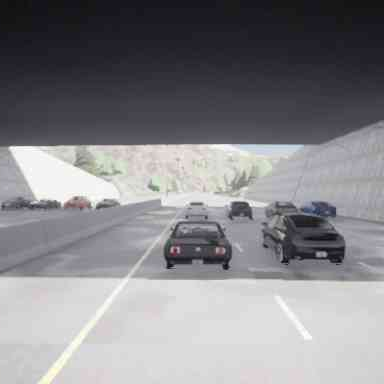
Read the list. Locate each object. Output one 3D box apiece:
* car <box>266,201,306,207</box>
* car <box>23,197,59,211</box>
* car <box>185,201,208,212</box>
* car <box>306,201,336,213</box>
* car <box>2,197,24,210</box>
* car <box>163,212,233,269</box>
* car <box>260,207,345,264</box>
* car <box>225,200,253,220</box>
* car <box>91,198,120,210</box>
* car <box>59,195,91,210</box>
[{"bbox_3d":[7.392,1.486,27.690,2.128,1.511,4.902,0,0,1],"label":"car"},{"bbox_3d":[-17.149,1.395,39.042,2.033,1.411,5.357,0,0,1],"label":"car"},{"bbox_3d":[0.401,1.482,28.764,1.812,1.442,4.674,0,0,1],"label":"car"},{"bbox_3d":[10.915,1.488,29.228,1.882,1.535,5.008,0,0,1],"label":"car"},{"bbox_3d":[-20.634,1.319,39.636,2.128,1.511,4.902,0,0,1],"label":"car"},{"bbox_3d":[0.193,1.584,11.121,1.895,1.301,4.718,0,0,1],"label":"car"},{"bbox_3d":[3.705,1.507,11.828,1.837,1.490,4.892,0,0,1],"label":"car"},{"bbox_3d":[3.897,1.480,28.007,1.837,1.490,4.892,0,0,1],"label":"car"},{"bbox_3d":[-10.126,1.429,40.512,2.033,1.411,5.357,0,0,1],"label":"car"},{"bbox_3d":[-13.632,1.215,39.794,2.097,1.767,4.553,0,0,1],"label":"car"}]
